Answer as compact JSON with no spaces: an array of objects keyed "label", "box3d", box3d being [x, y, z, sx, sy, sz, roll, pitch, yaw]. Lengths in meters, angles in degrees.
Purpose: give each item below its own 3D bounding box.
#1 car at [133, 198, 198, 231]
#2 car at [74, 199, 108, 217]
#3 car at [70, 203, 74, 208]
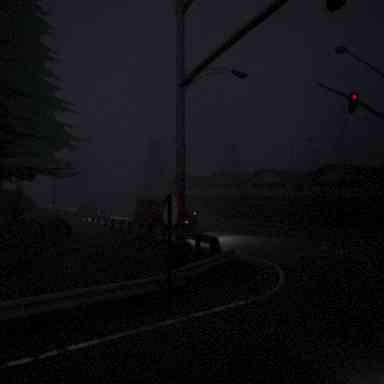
[{"label":"car","box3d":[-1.907,1.403,21.642,2.150,2.045,5.566,0,0,-35]},{"label":"car","box3d":[-9.949,1.744,33.207,1.994,1.385,4.181,0,0,-34]},{"label":"car","box3d":[-16.194,1.765,50.726,2.033,1.411,5.357,0,0,18]}]
